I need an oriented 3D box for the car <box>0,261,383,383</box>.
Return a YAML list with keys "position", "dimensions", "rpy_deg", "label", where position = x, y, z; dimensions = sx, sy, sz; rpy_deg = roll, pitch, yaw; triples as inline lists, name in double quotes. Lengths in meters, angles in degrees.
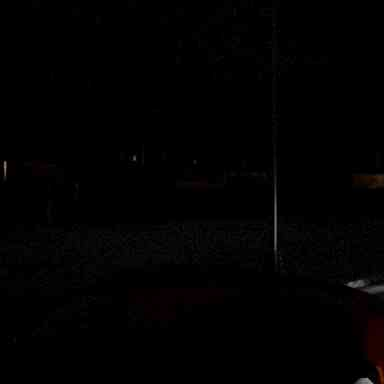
- position: [-0.268, 1.459, 2.874]
  dimensions: [5.008, 1.535, 1.882]
  rpy_deg: [0, 0, -33]
  label: "car"
